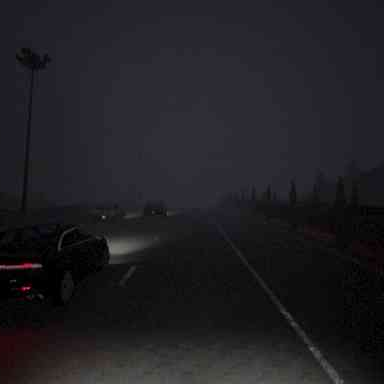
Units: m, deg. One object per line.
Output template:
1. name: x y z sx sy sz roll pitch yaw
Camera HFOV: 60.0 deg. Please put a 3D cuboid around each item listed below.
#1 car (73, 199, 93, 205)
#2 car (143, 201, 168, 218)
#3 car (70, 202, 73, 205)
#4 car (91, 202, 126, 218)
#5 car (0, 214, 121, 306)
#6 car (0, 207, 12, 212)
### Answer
1. car: -17.564 1.835 54.985 1.812 1.442 4.674 0 -2 1
2. car: -3.406 1.591 31.404 2.128 1.511 4.902 0 0 0
3. car: -21.015 2.235 62.211 2.033 1.411 5.357 0 -4 0
4. car: -6.905 1.690 28.228 1.895 1.301 4.718 0 0 0
5. car: -3.402 1.516 8.068 2.128 1.511 4.902 0 0 0
6. car: -14.104 1.617 22.295 2.033 1.411 5.357 0 0 0
